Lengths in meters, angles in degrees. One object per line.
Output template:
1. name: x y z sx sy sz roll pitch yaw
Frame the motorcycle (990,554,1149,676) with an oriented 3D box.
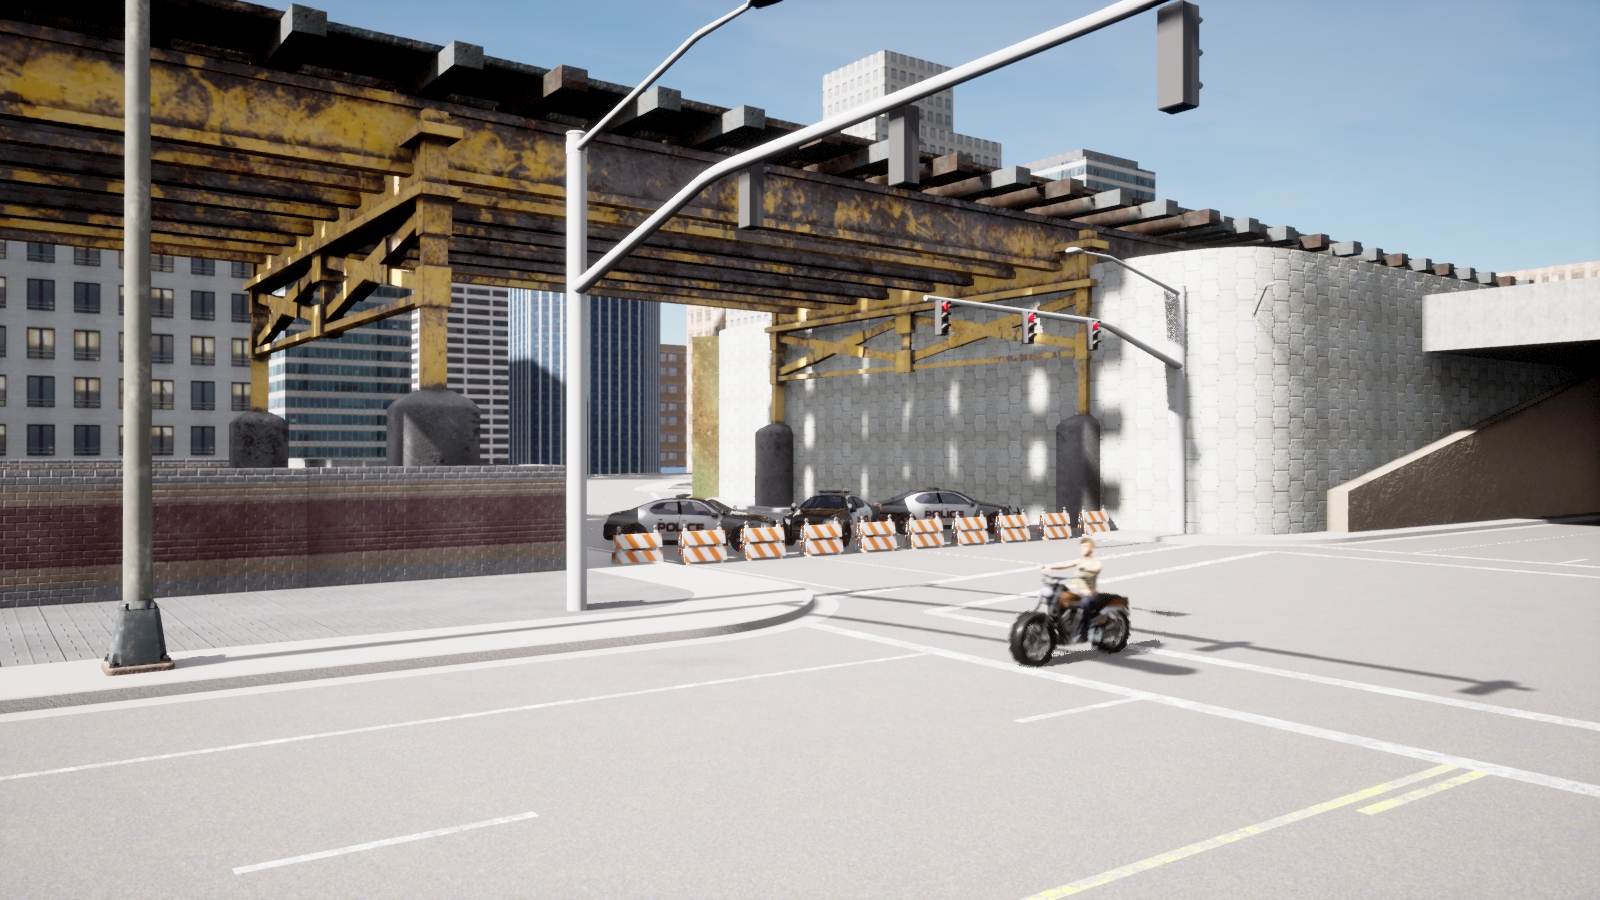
1. motorcycle: 3.623 2.142 15.211 2.356 1.332 0.764 0 0 -39
